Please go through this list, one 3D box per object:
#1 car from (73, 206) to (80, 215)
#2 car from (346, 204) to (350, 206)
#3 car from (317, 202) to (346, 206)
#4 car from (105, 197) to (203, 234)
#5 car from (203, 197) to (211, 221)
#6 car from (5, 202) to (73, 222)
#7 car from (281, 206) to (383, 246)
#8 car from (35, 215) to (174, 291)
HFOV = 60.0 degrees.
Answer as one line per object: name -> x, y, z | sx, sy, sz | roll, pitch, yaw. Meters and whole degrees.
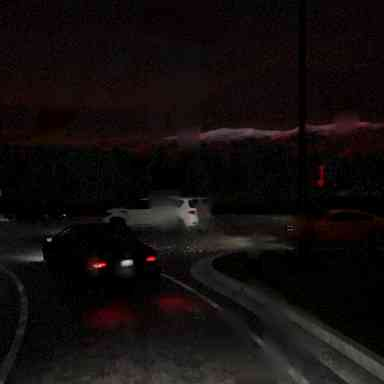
car -> -12.999, 1.651, 30.926 | 5.008, 1.535, 1.882 | 0, 0, 5
car -> 14.634, 1.707, 25.133 | 4.718, 1.301, 1.895 | 0, 0, 5
car -> 11.840, 1.606, 28.876 | 5.008, 1.535, 1.882 | 0, 0, 5
car -> -2.363, 1.323, 19.515 | 5.566, 2.045, 2.150 | 0, 0, 5
car -> -1.468, 1.339, 22.952 | 5.566, 2.045, 2.150 | 0, 0, 5
car -> -12.805, 1.660, 27.399 | 4.892, 1.490, 1.837 | 0, 0, 5
car -> 6.642, 1.546, 15.257 | 5.008, 1.535, 1.882 | 0, 0, 4
car -> -2.790, 1.599, 9.311 | 2.033, 1.411, 5.357 | 0, 0, -33
